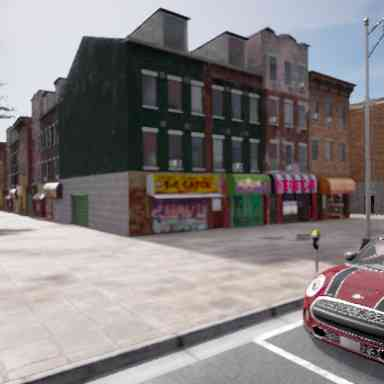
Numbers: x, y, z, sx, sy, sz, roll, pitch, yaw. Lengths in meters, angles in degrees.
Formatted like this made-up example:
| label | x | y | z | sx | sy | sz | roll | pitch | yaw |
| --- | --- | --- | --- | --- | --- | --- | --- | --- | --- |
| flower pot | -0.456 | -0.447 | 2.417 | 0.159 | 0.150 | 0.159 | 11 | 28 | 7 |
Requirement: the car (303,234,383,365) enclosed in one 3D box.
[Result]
| label | x | y | z | sx | sy | sz | roll | pitch | yaw |
| --- | --- | --- | --- | --- | --- | --- | --- | --- | --- |
| car | 3.645 | 1.412 | 5.424 | 4.097 | 1.590 | 1.967 | 0 | 0 | -36 |
